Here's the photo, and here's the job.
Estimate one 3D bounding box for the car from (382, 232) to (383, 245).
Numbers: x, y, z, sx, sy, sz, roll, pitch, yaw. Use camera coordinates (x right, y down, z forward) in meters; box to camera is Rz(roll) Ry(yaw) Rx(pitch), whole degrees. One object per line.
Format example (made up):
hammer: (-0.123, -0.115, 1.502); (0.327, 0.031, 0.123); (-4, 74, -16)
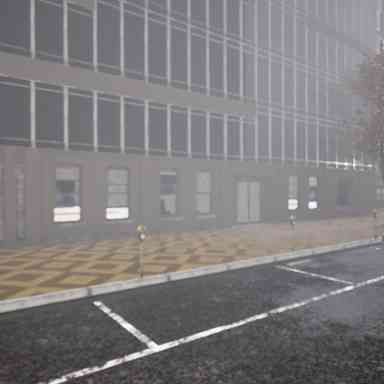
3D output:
car: (9.165, 1.501, 13.095); (4.403, 1.369, 2.008); (0, 0, -35)
